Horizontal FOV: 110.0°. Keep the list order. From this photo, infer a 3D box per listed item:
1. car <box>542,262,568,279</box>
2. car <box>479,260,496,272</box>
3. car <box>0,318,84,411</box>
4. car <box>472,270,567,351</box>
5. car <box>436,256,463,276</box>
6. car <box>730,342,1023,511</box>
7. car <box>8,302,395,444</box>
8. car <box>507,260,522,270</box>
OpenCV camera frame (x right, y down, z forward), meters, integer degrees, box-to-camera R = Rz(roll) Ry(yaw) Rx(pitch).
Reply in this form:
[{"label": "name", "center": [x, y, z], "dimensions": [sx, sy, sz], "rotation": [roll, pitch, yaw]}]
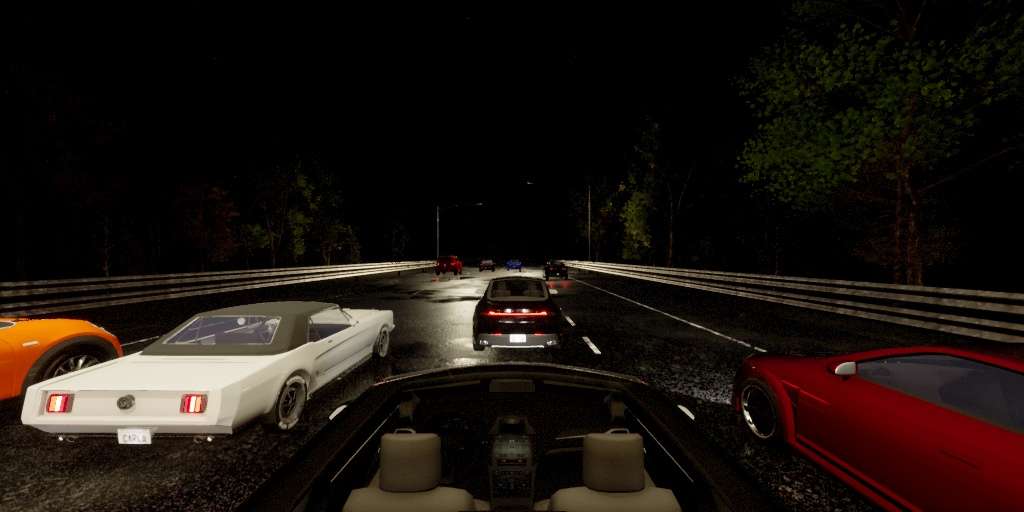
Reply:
[{"label": "car", "center": [3.733, 1.264, 31.460], "dimensions": [2.128, 1.511, 4.902], "rotation": [0, 0, 0]}, {"label": "car", "center": [-3.198, 1.286, 46.610], "dimensions": [2.128, 1.511, 4.902], "rotation": [0, 0, 0]}, {"label": "car", "center": [-6.919, 1.102, 3.473], "dimensions": [2.097, 1.767, 4.553], "rotation": [0, 0, 1]}, {"label": "car", "center": [0.122, 1.255, 8.956], "dimensions": [1.837, 1.490, 4.892], "rotation": [0, 0, 0]}, {"label": "car", "center": [-6.736, 1.006, 38.707], "dimensions": [2.150, 2.045, 5.566], "rotation": [0, 0, 0]}, {"label": "car", "center": [3.601, 1.314, 2.578], "dimensions": [1.994, 1.385, 4.181], "rotation": [0, 0, 0]}, {"label": "car", "center": [-3.401, 1.350, 5.474], "dimensions": [1.895, 1.301, 4.718], "rotation": [0, 0, 0]}, {"label": "car", "center": [0.317, 1.279, 50.251], "dimensions": [1.882, 1.535, 5.008], "rotation": [0, 0, 0]}]
